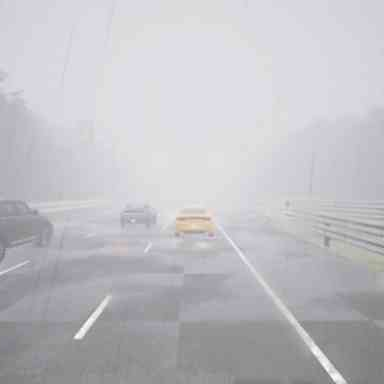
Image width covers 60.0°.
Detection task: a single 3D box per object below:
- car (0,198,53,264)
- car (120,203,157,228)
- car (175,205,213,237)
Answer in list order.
[{"bbox_3d":[-6.898,1.205,11.555,2.150,2.045,5.566,0,0,0],"label":"car"},{"bbox_3d":[-3.398,1.474,21.743,2.128,1.511,4.902,0,0,0],"label":"car"},{"bbox_3d":[0.102,1.460,18.027,1.882,1.535,5.008,0,0,0],"label":"car"}]
